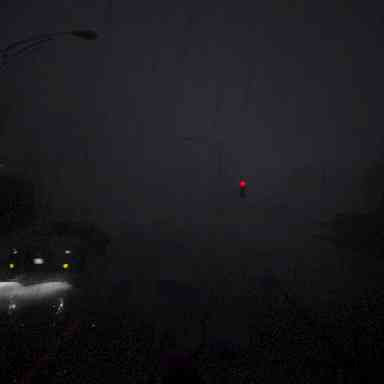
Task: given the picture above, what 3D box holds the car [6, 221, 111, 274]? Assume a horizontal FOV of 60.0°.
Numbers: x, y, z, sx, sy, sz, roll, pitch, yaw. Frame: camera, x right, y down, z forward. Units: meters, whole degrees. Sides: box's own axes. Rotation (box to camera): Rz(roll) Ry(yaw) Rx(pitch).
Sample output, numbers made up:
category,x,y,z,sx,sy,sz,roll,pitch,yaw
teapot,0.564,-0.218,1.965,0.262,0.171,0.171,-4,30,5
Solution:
category,x,y,z,sx,sy,sz,roll,pitch,yaw
car,-4.012,1.638,10.697,1.994,1.385,4.181,0,0,0
